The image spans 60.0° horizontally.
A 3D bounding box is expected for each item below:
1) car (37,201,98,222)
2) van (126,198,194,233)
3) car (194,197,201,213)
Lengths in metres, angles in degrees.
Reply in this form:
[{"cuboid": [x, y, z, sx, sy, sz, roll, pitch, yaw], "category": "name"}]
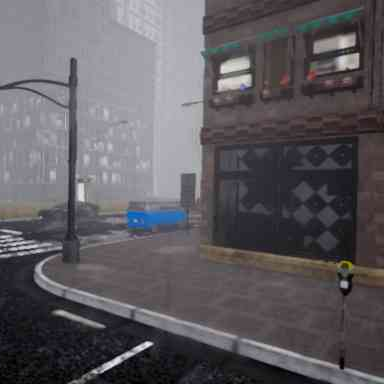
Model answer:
[{"cuboid": [-8.744, 1.303, 23.741, 1.947, 1.339, 4.313, 2, 1, 35], "category": "car"}, {"cuboid": [-1.893, 1.269, 18.907, 1.690, 1.788, 3.998, 2, 1, 35], "category": "van"}, {"cuboid": [1.149, 1.246, 33.263, 1.882, 1.535, 5.008, 2, 1, 35], "category": "car"}]
